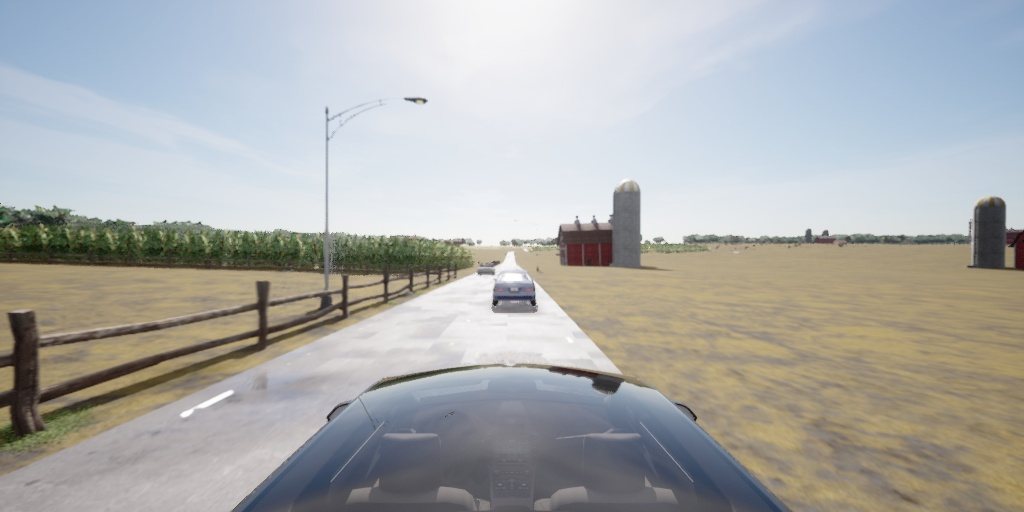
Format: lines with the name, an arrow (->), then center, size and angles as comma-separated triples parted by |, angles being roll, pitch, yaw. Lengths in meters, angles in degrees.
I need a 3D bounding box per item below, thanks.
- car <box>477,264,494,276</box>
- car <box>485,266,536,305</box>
car -> -2.831, 1.491, 40.066 | 1.895, 1.301, 4.718 | 0, 0, 0
car -> 0.096, 1.320, 16.168 | 2.033, 1.411, 5.357 | 0, 0, 0
